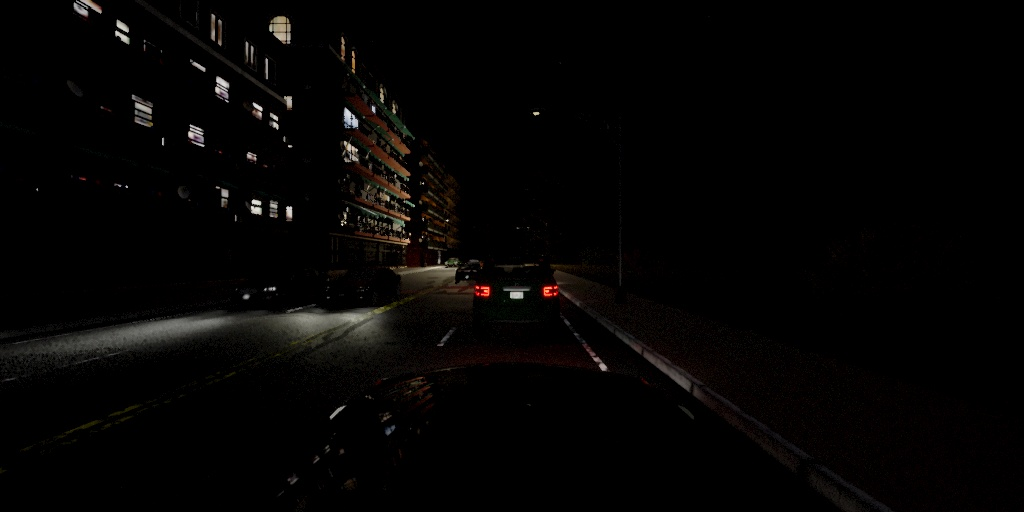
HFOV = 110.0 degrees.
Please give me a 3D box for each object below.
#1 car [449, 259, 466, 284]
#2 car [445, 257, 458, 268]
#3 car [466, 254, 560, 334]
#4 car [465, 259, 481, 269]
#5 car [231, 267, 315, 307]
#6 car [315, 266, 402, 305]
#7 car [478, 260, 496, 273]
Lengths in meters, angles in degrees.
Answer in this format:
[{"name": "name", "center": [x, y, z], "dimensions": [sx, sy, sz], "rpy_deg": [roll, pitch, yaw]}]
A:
[{"name": "car", "center": [-3.074, 1.243, 27.012], "dimensions": [2.128, 1.511, 4.902], "rpy_deg": [0, 0, 0]}, {"name": "car", "center": [-9.656, 1.100, 58.743], "dimensions": [2.097, 1.767, 4.553], "rpy_deg": [0, 0, 0]}, {"name": "car", "center": [0.121, 0.973, 10.733], "dimensions": [2.150, 2.045, 5.566], "rpy_deg": [0, 0, 0]}, {"name": "car", "center": [-6.405, 1.297, 59.365], "dimensions": [2.033, 1.411, 5.357], "rpy_deg": [0, 0, 0]}, {"name": "car", "center": [-9.808, 1.243, 15.695], "dimensions": [2.128, 1.511, 4.902], "rpy_deg": [0, 0, 0]}, {"name": "car", "center": [-6.556, 1.229, 16.304], "dimensions": [1.882, 1.535, 5.008], "rpy_deg": [0, 0, 0]}, {"name": "car", "center": [-3.021, 1.229, 44.105], "dimensions": [1.882, 1.535, 5.008], "rpy_deg": [0, -1, 0]}]
